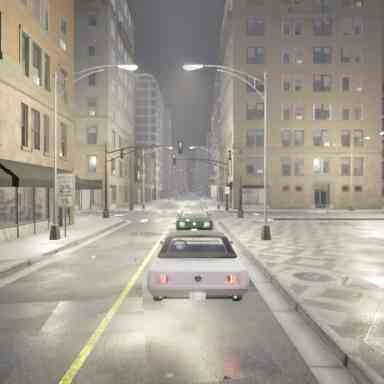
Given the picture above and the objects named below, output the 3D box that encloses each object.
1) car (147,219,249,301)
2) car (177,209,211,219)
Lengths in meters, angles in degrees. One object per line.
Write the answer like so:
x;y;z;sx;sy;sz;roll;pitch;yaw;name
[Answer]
0.109;1.601;8.262;1.895;1.301;4.718;0;0;0;car
0.121;1.600;18.497;1.895;1.301;4.718;0;0;0;car
